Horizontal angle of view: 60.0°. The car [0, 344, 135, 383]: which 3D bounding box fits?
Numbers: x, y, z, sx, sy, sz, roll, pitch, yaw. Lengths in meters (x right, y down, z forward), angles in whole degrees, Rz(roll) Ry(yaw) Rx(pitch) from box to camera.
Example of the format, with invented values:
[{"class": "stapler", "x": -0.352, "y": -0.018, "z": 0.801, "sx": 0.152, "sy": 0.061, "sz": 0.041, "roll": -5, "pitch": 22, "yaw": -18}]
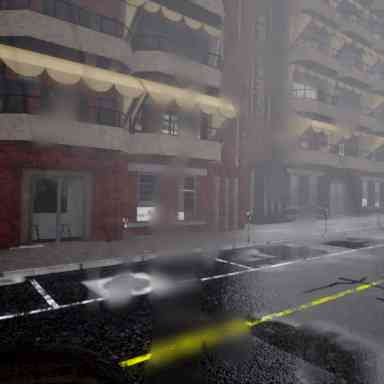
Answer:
[{"class": "car", "x": -2.430, "y": 1.525, "z": 1.430, "sx": 4.674, "sy": 1.442, "sz": 1.812, "roll": 0, "pitch": 0, "yaw": -35}]
